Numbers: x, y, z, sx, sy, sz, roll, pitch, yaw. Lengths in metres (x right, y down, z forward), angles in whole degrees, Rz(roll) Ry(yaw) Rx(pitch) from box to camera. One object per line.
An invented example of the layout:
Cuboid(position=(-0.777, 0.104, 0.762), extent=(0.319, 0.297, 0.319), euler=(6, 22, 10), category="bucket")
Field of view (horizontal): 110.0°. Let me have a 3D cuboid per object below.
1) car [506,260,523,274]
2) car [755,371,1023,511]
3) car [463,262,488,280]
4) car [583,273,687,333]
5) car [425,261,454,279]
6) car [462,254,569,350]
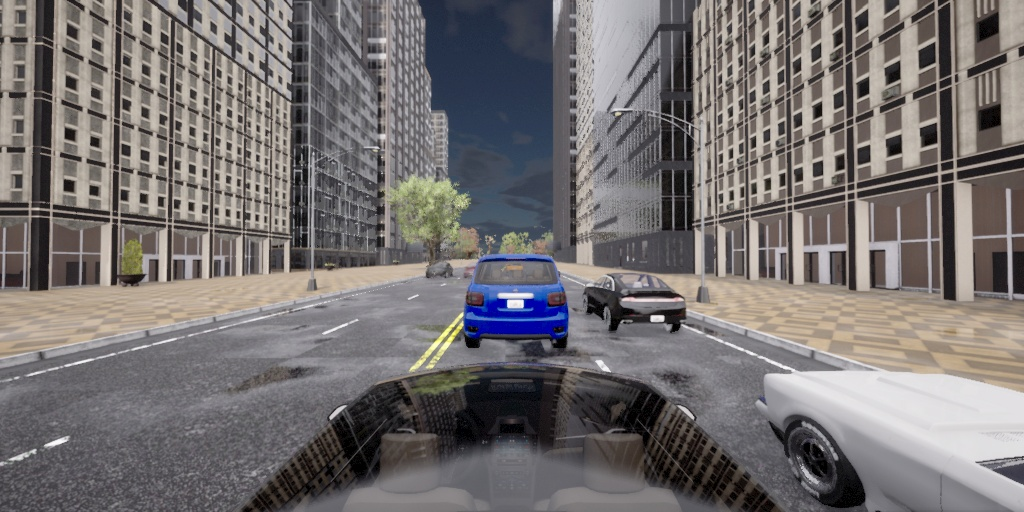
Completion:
Cuboid(position=(0.294, 1.236, 42.660), extent=(1.882, 1.535, 5.008), euler=(0, 0, 0), category="car")
Cuboid(position=(3.348, 1.351, 1.406), extent=(1.895, 1.301, 4.718), euler=(0, 0, 0), category="car")
Cuboid(position=(-3.202, 1.282, 32.208), extent=(1.812, 1.442, 4.674), euler=(0, 0, 0), category="car")
Cuboid(position=(3.391, 1.244, 10.753), extent=(2.128, 1.511, 4.902), euler=(0, 0, 0), category="car")
Cuboid(position=(-6.452, 1.261, 32.313), extent=(1.837, 1.490, 4.892), euler=(0, 0, 0), category="car")
Cuboid(position=(0.123, 0.973, 9.251), extent=(2.150, 2.045, 5.566), euler=(0, 0, 1), category="car")
